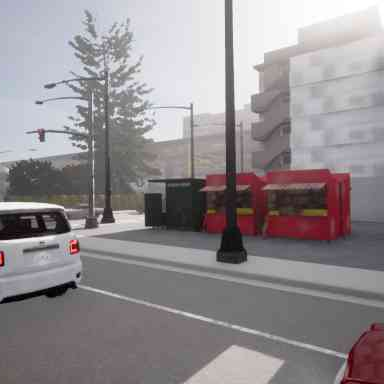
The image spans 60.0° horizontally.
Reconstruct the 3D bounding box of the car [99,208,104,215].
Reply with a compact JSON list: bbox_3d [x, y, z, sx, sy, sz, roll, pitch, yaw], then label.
[{"bbox_3d":[-10.122,1.732,29.407,1.895,1.301,4.718,-1,-1,36],"label":"car"}]

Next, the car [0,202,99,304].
[{"bbox_3d":[-4.784,1.234,7.361,5.566,2.045,2.150,0,0,36],"label":"car"}]

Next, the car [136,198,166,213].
[{"bbox_3d":[-4.161,1.482,37.621,2.097,1.767,4.553,-1,-1,36],"label":"car"}]

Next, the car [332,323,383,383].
[{"bbox_3d":[3.232,1.601,1.679,4.718,1.301,1.895,0,0,35],"label":"car"}]
